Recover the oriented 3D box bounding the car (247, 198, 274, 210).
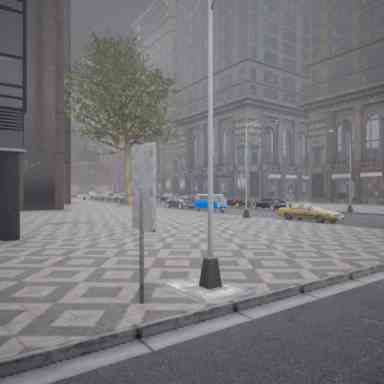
[{"bbox_3d":[8.786,1.314,38.038,1.947,1.339,4.313,1,0,-35],"label":"car"}]

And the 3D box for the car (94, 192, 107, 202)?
[{"bbox_3d":[-14.301,0.910,56.156,2.008,1.369,4.403,1,0,-35],"label":"car"}]

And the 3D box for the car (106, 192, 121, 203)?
[{"bbox_3d":[-11.079,0.991,51.554,2.008,1.369,4.403,1,0,-35],"label":"car"}]

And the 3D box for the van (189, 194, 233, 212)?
[{"bbox_3d":[1.809,1.090,33.142,1.690,1.788,3.998,1,0,-35],"label":"van"}]

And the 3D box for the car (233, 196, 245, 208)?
[{"bbox_3d":[5.566,1.223,42.640,1.887,1.381,4.507,1,0,-35],"label":"car"}]

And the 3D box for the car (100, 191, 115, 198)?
[{"bbox_3d":[-20.204,0.586,79.455,1.887,1.381,4.507,1,0,-35],"label":"car"}]

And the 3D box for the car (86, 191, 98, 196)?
[{"bbox_3d":[-26.647,0.470,88.658,1.802,1.307,4.206,1,0,-35],"label":"car"}]

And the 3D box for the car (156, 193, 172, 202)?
[{"bbox_3d":[-4.097,0.880,56.448,1.967,1.590,4.097,1,0,-35],"label":"car"}]

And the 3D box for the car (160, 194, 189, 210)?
[{"bbox_3d":[-1.415,1.230,37.744,2.008,1.369,4.403,1,0,-35],"label":"car"}]

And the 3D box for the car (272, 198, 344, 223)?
[{"bbox_3d":[8.348,1.398,23.794,1.752,1.417,4.829,1,0,-35],"label":"car"}]

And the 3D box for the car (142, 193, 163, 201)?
[{"bbox_3d":[-7.321,0.909,61.050,2.008,1.369,4.403,1,0,-35],"label":"car"}]

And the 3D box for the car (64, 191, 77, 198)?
[{"bbox_3d":[-27.184,0.482,74.563,1.967,1.590,4.097,1,0,-35],"label":"car"}]

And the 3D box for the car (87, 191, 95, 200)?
[{"bbox_3d":[-17.522,0.829,60.758,2.008,1.369,4.403,1,0,-35],"label":"car"}]

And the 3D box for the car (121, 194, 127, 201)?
[{"bbox_3d":[-7.761,1.050,46.813,1.752,1.417,4.829,1,0,-35],"label":"car"}]
